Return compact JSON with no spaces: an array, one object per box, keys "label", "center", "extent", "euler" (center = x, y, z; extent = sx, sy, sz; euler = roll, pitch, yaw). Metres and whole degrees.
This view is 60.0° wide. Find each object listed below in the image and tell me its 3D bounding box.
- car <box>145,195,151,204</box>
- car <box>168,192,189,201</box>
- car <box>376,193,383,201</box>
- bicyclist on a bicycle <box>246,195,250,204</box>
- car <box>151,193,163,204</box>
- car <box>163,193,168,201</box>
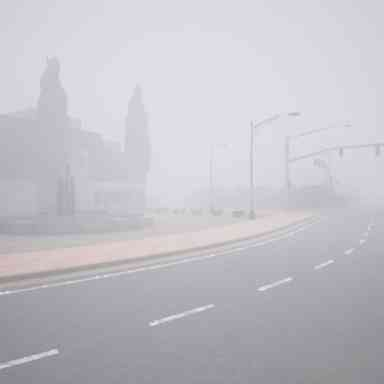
[{"label":"car","center":[-10.548,1.492,60.984],"extent":[4.902,1.511,2.128],"euler":[0,0,33]},{"label":"car","center":[-3.184,1.391,78.133],"extent":[1.970,1.475,3.806],"euler":[0,0,32]},{"label":"car","center":[46.034,1.470,80.965],"extent":[1.882,1.535,5.008],"euler":[0,0,32]},{"label":"bicyclist on a bicycle","center":[9.545,1.258,56.664],"extent":[0.582,1.620,1.656],"euler":[0,5,33]},{"label":"car","center":[-8.640,1.482,63.918],"extent":[5.008,1.535,1.882],"euler":[0,0,33]},{"label":"car","center":[-5.645,1.152,79.658],"extent":[1.905,1.878,3.866],"euler":[0,0,32]}]
